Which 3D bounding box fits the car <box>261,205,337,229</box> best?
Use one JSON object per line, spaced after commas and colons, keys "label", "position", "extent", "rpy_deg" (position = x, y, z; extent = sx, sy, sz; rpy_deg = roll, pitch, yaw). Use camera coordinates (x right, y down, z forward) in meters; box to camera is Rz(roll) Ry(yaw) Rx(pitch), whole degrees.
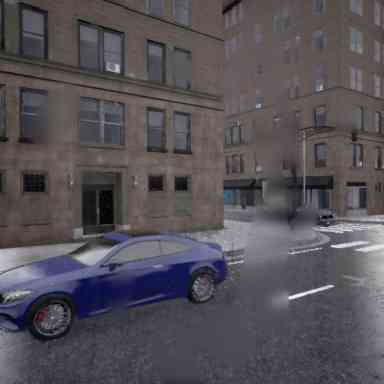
{"label": "car", "position": [6.879, 1.555, 21.777], "extent": [1.895, 1.301, 4.718], "rpy_deg": [-1, 1, -37]}

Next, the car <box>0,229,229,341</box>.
{"label": "car", "position": [-1.337, 1.525, 6.636], "extent": [4.674, 1.442, 1.812], "rpy_deg": [0, 0, -35]}
